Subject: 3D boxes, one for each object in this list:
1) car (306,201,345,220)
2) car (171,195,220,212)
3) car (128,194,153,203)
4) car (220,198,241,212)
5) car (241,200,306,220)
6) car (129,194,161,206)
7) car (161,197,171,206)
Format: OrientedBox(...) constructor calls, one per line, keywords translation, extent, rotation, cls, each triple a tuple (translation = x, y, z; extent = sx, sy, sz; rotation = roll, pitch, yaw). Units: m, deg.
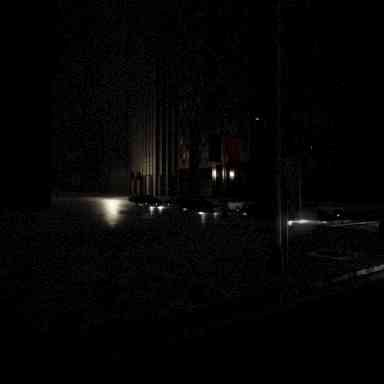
OrientedBox(translation=(9.528, 1.390, 26.359), extent=(1.895, 1.301, 4.718), rotation=(0, 1, -36), cls="car")
OrientedBox(translation=(0.246, 1.108, 33.869), extent=(1.882, 1.535, 5.008), rotation=(0, 1, -35), cls="car")
OrientedBox(translation=(-8.008, 1.004, 51.312), extent=(1.895, 1.301, 4.718), rotation=(0, 1, -35), cls="car")
OrientedBox(translation=(4.235, 1.272, 33.847), extent=(1.895, 1.301, 4.718), rotation=(0, 1, -35), cls="car")
OrientedBox(translation=(6.123, 1.325, 25.522), extent=(1.994, 1.385, 4.181), rotation=(0, 1, -36), cls="car")
OrientedBox(translation=(-5.847, 1.045, 42.527), extent=(2.033, 1.411, 5.357), rotation=(0, 1, -35), cls="car")
OrientedBox(translation=(-1.582, 1.144, 42.121), extent=(1.895, 1.301, 4.718), rotation=(0, 1, -35), cls="car")
